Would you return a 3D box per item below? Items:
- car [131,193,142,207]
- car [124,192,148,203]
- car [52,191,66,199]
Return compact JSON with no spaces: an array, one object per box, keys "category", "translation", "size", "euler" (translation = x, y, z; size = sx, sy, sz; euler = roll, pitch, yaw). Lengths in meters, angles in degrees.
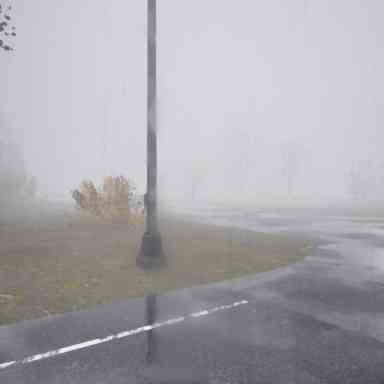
[{"category":"car","translation":[-6.560,1.193,38.690],"size":[2.033,1.411,5.357],"euler":[-1,1,-35]},{"category":"car","translation":[-9.227,0.872,54.560],"size":[1.882,1.535,5.008],"euler":[-1,1,-35]},{"category":"car","translation":[-27.576,0.560,68.964],"size":[2.097,1.767,4.553],"euler":[-1,1,-31]}]
